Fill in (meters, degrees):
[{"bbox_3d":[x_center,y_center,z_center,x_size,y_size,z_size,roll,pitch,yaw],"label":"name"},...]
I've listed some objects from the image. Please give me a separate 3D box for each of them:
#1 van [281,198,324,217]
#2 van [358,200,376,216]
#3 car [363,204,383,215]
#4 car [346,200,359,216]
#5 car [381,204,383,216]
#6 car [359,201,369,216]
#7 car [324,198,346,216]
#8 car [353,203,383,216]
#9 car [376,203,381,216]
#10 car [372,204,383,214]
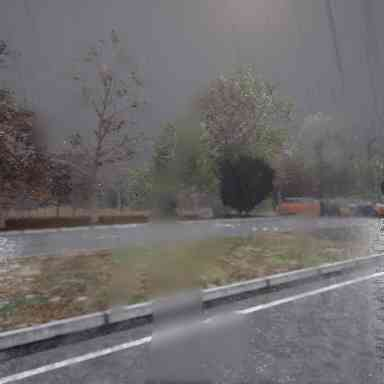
[{"bbox_3d":[11.877,1.655,36.950,1.878,1.987,4.442,2,-1,-35],"label":"van"},{"bbox_3d":[20.993,2.018,43.445,1.878,1.987,4.442,2,-1,-35],"label":"van"},{"bbox_3d":[27.822,2.531,48.162,2.097,1.535,5.008,2,-1,-35],"label":"car"},{"bbox_3d":[16.655,2.051,39.983,1.946,1.575,5.366,2,-1,-35],"label":"car"},{"bbox_3d":[17.301,1.803,24.381,1.946,1.575,5.366,2,-1,-35],"label":"car"},{"bbox_3d":[18.803,2.149,41.733,2.231,1.521,4.892,2,-1,-35],"label":"car"},{"bbox_3d":[14.284,1.712,38.555,2.435,2.045,5.566,2,-1,-35],"label":"car"},{"bbox_3d":[25.465,2.431,46.482,2.097,1.535,5.008,2,-1,-35],"label":"car"},{"bbox_3d":[23.331,2.214,44.929,2.185,1.767,4.553,2,-1,-35],"label":"car"},{"bbox_3d":[30.077,2.629,49.768,2.231,1.521,4.892,2,-1,-35],"label":"car"}]
